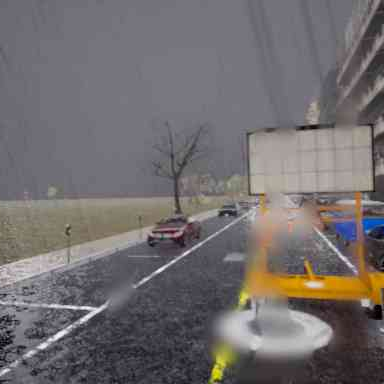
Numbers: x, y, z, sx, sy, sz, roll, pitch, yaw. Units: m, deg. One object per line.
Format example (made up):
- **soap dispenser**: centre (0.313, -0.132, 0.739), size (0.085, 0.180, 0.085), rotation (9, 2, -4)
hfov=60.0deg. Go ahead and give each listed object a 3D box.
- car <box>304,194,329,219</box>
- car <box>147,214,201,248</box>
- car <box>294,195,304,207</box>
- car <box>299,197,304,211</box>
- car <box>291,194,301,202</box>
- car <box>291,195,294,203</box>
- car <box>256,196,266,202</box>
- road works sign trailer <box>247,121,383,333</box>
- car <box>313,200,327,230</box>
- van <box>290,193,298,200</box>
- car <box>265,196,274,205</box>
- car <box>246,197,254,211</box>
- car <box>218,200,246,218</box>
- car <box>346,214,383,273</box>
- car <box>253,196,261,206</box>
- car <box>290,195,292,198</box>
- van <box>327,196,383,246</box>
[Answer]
- **car**: centre (9.976, 1.208, 25.099), size (2.192, 1.841, 5.009), rotation (-1, 0, 15)
- **car**: centre (-0.686, 1.721, 15.702), size (1.802, 1.307, 4.206), rotation (-1, 0, 15)
- **car**: centre (14.365, 1.201, 41.505), size (2.192, 1.841, 5.009), rotation (-1, 0, 15)
- **car**: centre (12.907, 1.470, 36.036), size (1.802, 1.307, 4.206), rotation (-1, 0, 15)
- **car**: centre (23.144, 1.317, 74.317), size (1.967, 1.590, 4.097), rotation (-1, 0, 15)
- **car**: centre (18.801, 1.407, 58.075), size (1.752, 1.417, 4.829), rotation (-1, 0, 15)
- **car**: centre (16.847, 1.669, 81.246), size (2.008, 1.369, 4.403), rotation (-1, 0, 15)
- **road works sign trailer**: centre (2.399, 0.445, 6.840), size (2.380, 3.560, 2.880), rotation (-2, 0, 15)
- **car**: centre (8.561, 1.420, 19.794), size (1.752, 1.417, 4.829), rotation (-1, 0, 15)
- **van**: centre (26.068, 1.216, 85.255), size (1.690, 1.788, 3.998), rotation (-1, 0, 15)
- **car**: centre (13.697, 1.592, 59.586), size (2.033, 1.411, 5.357), rotation (-2, 0, 15)
- **car**: centre (6.620, 1.710, 43.012), size (1.802, 1.307, 4.206), rotation (-1, 0, 15)
- **car**: centre (3.697, 1.698, 32.088), size (1.947, 1.339, 4.313), rotation (-1, 0, 15)
- **car**: centre (5.592, 1.466, 8.692), size (1.947, 1.339, 4.313), rotation (-1, 0, 15)
- **car**: centre (10.958, 1.648, 59.234), size (1.752, 1.417, 4.829), rotation (-1, 0, 15)
- **car**: centre (20.264, 1.405, 63.544), size (1.752, 1.417, 4.829), rotation (-1, 0, 15)
- **van**: centre (7.051, 1.239, 14.161), size (1.690, 1.788, 3.998), rotation (-1, 0, 15)
